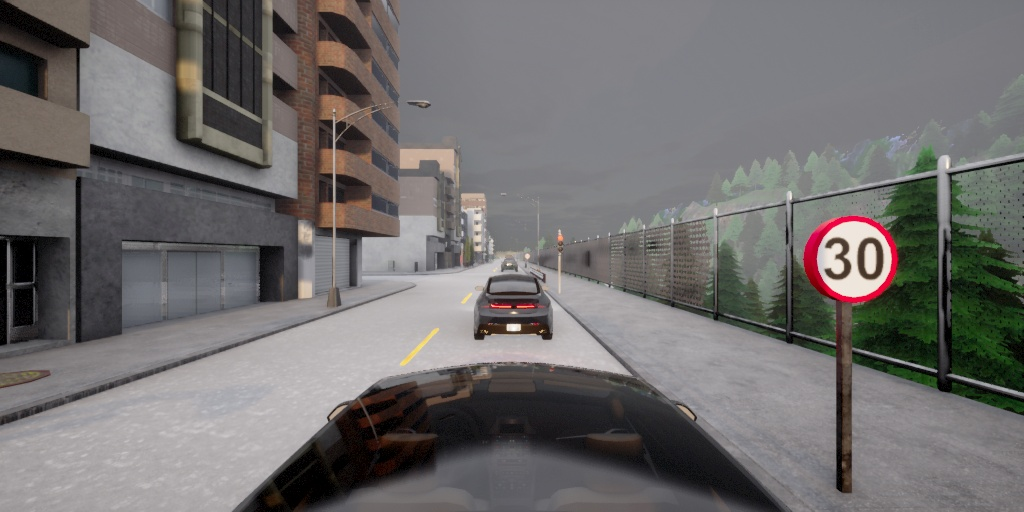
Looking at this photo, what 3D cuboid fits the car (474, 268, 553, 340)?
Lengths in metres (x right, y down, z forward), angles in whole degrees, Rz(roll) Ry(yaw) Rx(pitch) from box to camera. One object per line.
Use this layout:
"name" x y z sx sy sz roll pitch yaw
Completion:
"car" 0.016 1.255 9.945 1.837 1.490 4.892 0 0 0

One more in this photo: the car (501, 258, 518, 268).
"car" -0.332 1.102 46.281 2.097 1.767 4.553 0 0 -1
